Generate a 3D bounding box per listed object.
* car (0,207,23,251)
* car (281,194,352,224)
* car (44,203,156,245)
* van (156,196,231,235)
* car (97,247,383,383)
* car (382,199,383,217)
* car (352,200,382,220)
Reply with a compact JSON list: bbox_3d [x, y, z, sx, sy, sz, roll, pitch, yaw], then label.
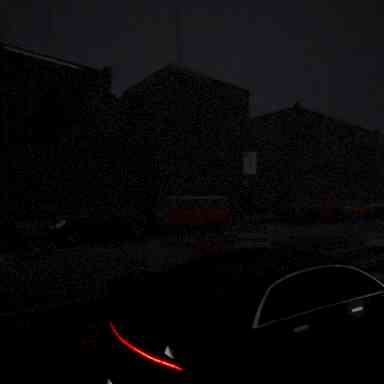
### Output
[{"bbox_3d":[-8.824,1.321,12.196,4.553,1.767,2.185,0,0,-36],"label":"car"},{"bbox_3d":[9.189,1.205,25.114,5.566,2.045,2.435,0,0,-36],"label":"car"},{"bbox_3d":[-4.334,1.323,15.416,4.553,1.767,2.185,0,0,-36],"label":"car"},{"bbox_3d":[0.036,1.225,18.550,4.442,1.987,1.878,0,0,-36],"label":"van"},{"bbox_3d":[1.279,1.506,4.353,4.892,1.490,1.837,0,0,-36],"label":"car"},{"bbox_3d":[18.094,1.462,31.502,4.892,1.521,2.231,0,0,-36],"label":"car"},{"bbox_3d":[13.604,1.458,28.281,5.008,1.535,2.097,0,0,-36],"label":"car"}]
